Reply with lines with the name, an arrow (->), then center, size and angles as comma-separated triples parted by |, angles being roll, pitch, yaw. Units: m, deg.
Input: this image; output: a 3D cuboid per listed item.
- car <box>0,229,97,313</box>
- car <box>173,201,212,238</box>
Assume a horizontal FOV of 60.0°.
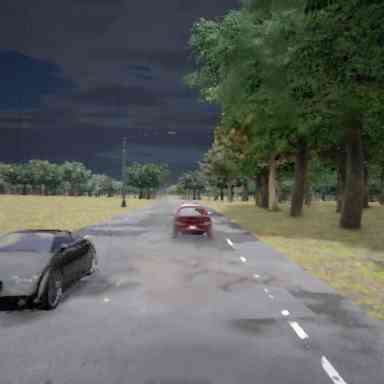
car -> -3.625, 1.565, 7.633 | 1.994, 1.385, 4.181 | 0, 0, 0
car -> 0.009, 1.472, 17.707 | 1.882, 1.535, 5.008 | 0, 0, 0
